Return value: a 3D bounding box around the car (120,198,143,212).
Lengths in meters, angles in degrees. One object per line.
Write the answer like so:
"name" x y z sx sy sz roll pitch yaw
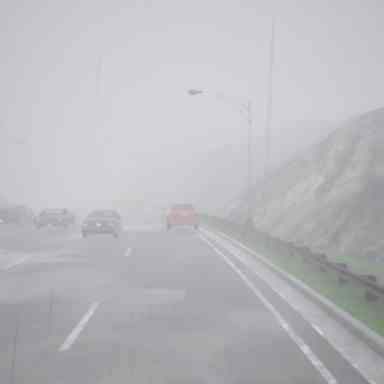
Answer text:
"car" -7.972 1.645 44.810 2.097 1.767 4.553 0 0 -20

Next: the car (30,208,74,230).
"car" -9.191 1.765 22.712 1.895 1.301 4.718 0 0 -10

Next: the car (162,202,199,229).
"car" -0.884 1.493 22.918 2.097 1.767 4.553 0 0 -10

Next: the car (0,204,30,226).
"car" -13.168 1.691 24.597 1.837 1.490 4.892 0 0 -12

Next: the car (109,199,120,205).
"car" -12.961 1.858 56.873 1.882 1.535 5.008 0 0 -25

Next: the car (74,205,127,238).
"car" -4.946 1.675 18.711 2.033 1.411 5.357 0 0 -9
